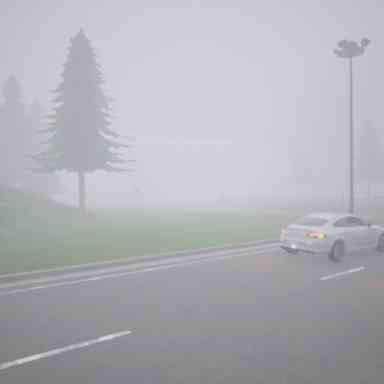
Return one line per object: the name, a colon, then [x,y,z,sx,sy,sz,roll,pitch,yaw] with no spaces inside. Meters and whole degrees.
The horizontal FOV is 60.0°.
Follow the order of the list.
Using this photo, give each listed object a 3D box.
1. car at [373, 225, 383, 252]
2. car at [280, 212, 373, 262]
car: [6.896,1.474,8.707,4.181,1.385,1.994,-1,0,-35]
car: [5.058,1.434,11.689,4.674,1.442,1.812,-1,0,-35]
